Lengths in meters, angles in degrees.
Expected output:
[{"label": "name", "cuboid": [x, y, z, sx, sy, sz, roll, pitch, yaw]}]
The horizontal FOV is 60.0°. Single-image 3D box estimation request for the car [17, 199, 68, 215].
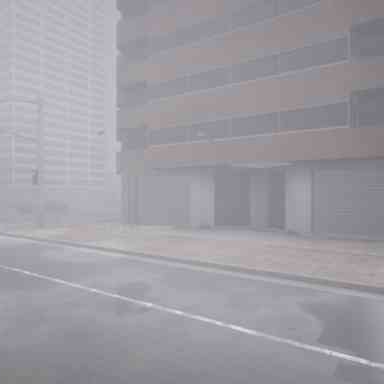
[{"label": "car", "cuboid": [-15.071, 1.471, 33.739, 1.882, 1.535, 5.008, 0, 0, 35]}]
